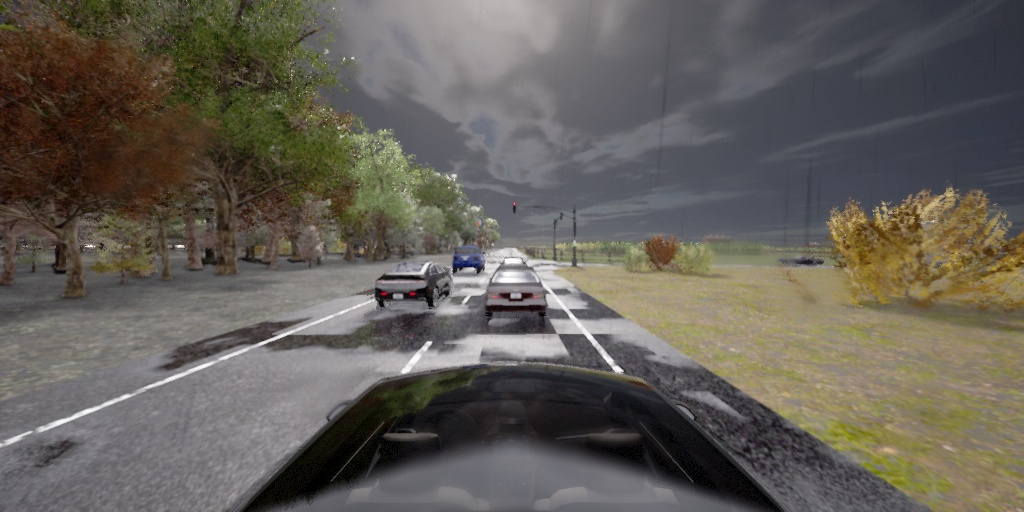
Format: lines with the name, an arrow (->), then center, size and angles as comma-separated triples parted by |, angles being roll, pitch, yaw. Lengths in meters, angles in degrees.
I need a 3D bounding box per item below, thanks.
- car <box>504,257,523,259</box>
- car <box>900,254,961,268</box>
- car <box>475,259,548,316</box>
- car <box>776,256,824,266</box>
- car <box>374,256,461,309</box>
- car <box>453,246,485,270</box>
car -> 0.100, 0.731, 23.212 | 1.994, 1.385, 4.181 | 0, 2, 0
car -> 48.161, 0.729, 41.678 | 5.357, 1.411, 2.033 | 1, 1, 0
car -> 0.098, 1.021, 11.905 | 2.033, 1.411, 5.357 | 0, 2, 0
car -> 36.300, 0.613, 45.303 | 4.718, 1.301, 1.895 | 1, 1, 1
car -> -3.402, 0.931, 13.135 | 2.128, 1.511, 4.902 | 0, 1, 0
car -> -3.404, 0.238, 28.759 | 2.150, 2.045, 5.566 | 0, 1, 0
